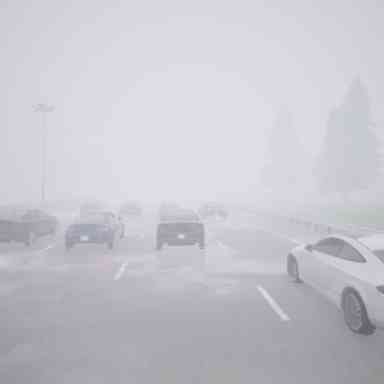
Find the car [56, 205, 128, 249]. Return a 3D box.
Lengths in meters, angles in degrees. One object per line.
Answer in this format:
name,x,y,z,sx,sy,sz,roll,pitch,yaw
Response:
car,-4.074,1.499,14.355,1.812,1.442,4.674,0,0,-4

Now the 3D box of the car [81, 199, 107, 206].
car,-9.251,1.419,31.746,1.882,1.535,5.008,0,0,-6

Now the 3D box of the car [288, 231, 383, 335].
car,3.388,1.503,6.558,1.812,1.442,4.674,0,0,-2

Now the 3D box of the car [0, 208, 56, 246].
car,-7.622,1.456,15.082,1.882,1.535,5.008,0,0,-4

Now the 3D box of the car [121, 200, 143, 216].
car,-5.671,1.462,31.037,1.812,1.442,4.674,0,0,-6

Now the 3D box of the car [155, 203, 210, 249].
car,-0.556,1.444,14.429,1.882,1.535,5.008,0,0,-4

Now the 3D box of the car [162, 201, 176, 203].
car,-2.087,1.495,30.527,1.994,1.385,4.181,0,0,-6

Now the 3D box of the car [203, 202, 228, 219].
car,1.686,1.530,28.196,1.895,1.301,4.718,0,0,-6
